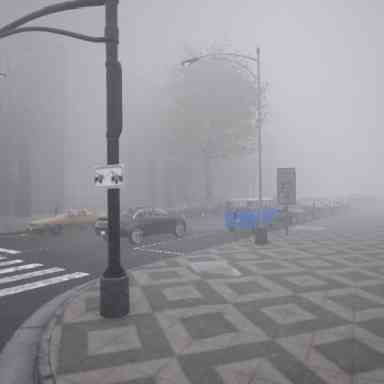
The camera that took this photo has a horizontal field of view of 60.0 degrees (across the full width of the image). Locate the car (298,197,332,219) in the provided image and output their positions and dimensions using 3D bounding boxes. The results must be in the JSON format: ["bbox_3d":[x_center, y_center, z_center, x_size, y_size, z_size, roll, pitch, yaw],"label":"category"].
[{"bbox_3d":[9.704,1.385,27.179,1.887,1.381,4.507,-1,0,36],"label":"car"}]

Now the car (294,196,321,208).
[{"bbox_3d":[15.947,1.386,45.724,2.128,1.511,4.902,-1,-1,36],"label":"car"}]

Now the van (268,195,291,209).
[{"bbox_3d":[11.843,1.292,44.751,1.690,1.788,3.998,-1,0,36],"label":"van"}]

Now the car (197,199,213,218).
[{"bbox_3d":[-0.511,1.552,27.577,1.887,1.381,4.507,-1,0,36],"label":"car"}]

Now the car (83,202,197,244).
[{"bbox_3d":[-2.179,1.429,15.401,2.128,1.511,4.902,-1,-1,36],"label":"car"}]

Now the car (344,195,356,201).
[{"bbox_3d":[39.509,1.401,83.192,2.008,1.369,4.403,-1,-1,36],"label":"car"}]

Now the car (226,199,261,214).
[{"bbox_3d":[5.667,1.529,36.163,2.008,1.369,4.403,-1,0,36],"label":"car"}]

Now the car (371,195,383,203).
[{"bbox_3d":[34.999,1.304,62.331,1.947,1.339,4.313,-1,-1,36],"label":"car"}]

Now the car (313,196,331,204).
[{"bbox_3d":[24.203,1.453,61.921,2.008,1.369,4.403,-1,-1,36],"label":"car"}]

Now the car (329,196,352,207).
[{"bbox_3d":[21.789,1.375,48.705,2.033,1.411,5.357,-1,-1,36],"label":"car"}]

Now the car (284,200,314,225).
[{"bbox_3d":[6.542,1.422,22.785,1.947,1.339,4.313,-1,0,36],"label":"car"}]

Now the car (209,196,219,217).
[{"bbox_3d":[2.575,1.307,31.872,2.192,1.841,5.009,-1,0,36],"label":"car"}]

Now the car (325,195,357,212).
[{"bbox_3d":[16.028,1.363,35.967,2.008,1.369,4.403,-1,0,36],"label":"car"}]

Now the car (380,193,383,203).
[{"bbox_3d":[31.935,1.274,58.075,1.752,1.417,4.829,-1,-1,36],"label":"car"}]

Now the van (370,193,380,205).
[{"bbox_3d":[28.672,1.102,53.545,1.690,1.788,3.998,-1,-1,36],"label":"van"}]

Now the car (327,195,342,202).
[{"bbox_3d":[29.969,1.432,69.935,2.008,1.369,4.403,-1,-1,36],"label":"car"}]

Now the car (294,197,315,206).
[{"bbox_3d":[18.024,1.492,53.335,1.947,1.339,4.313,-1,0,36],"label":"car"}]

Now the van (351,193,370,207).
[{"bbox_3d":[22.348,1.127,44.756,1.690,1.788,3.998,-1,0,36],"label":"van"}]

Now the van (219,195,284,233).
[{"bbox_3d":[3.378,1.212,18.393,1.690,1.788,3.998,-1,0,36],"label":"van"}]

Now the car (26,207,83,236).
[{"bbox_3d":[-6.795,1.564,18.855,1.752,1.417,4.829,-1,0,36],"label":"car"}]

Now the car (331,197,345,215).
[{"bbox_3d":[12.866,1.408,31.574,1.802,1.307,4.206,-1,0,36],"label":"car"}]

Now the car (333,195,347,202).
[{"bbox_3d":[33.149,1.415,74.353,1.887,1.381,4.507,-1,-1,36],"label":"car"}]

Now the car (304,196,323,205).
[{"bbox_3d":[21.014,1.440,57.491,1.752,1.417,4.829,-1,0,36],"label":"car"}]
